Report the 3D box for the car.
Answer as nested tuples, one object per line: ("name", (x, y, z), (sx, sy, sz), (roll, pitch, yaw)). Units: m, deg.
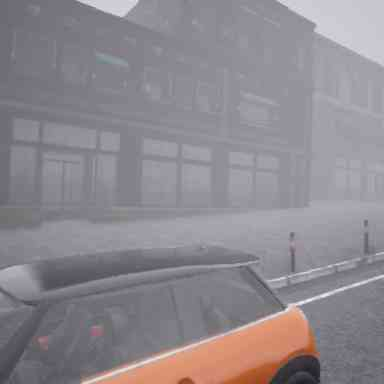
("car", (-1.049, 1.351, 2.629), (4.553, 1.767, 2.097), (0, 0, -35))
